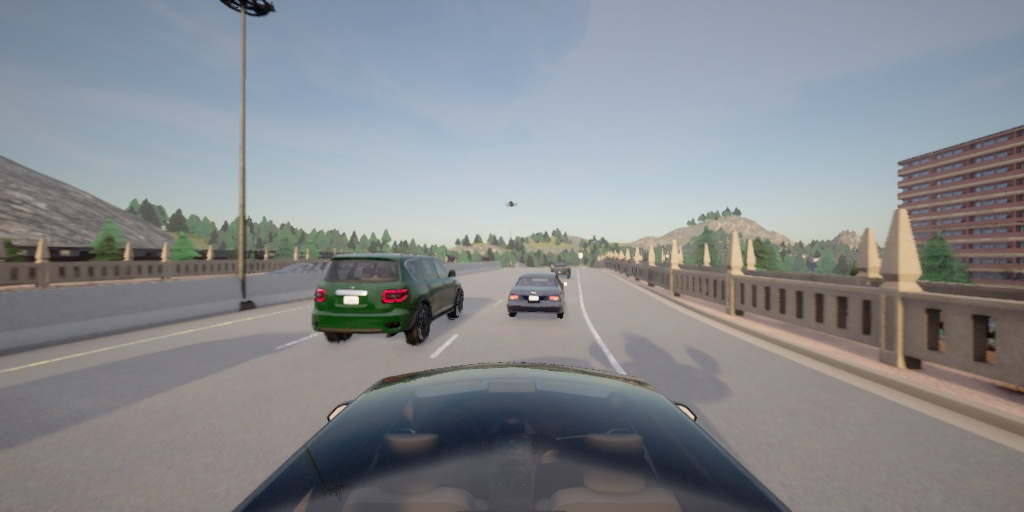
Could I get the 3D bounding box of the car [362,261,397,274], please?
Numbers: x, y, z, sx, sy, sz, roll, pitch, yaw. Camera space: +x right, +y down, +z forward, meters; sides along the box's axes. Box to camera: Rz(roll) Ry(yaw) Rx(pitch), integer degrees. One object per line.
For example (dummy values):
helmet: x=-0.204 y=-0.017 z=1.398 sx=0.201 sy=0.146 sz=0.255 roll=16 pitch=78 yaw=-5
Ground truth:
car: x=-15.414 y=1.266 z=41.926 sx=1.994 sy=1.385 sz=4.181 roll=0 pitch=0 yaw=10

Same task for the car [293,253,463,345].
car: x=-2.896 y=0.958 z=9.683 sx=2.150 sy=2.045 sz=5.566 roll=0 pitch=0 yaw=5

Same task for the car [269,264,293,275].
car: x=-11.869 y=1.188 z=22.102 sx=2.128 sy=1.511 sz=4.902 roll=0 pitch=0 yaw=10

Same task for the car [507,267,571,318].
car: x=1.011 y=1.303 z=13.155 sx=2.033 sy=1.411 sz=5.357 roll=0 pitch=0 yaw=8

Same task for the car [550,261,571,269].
car: x=4.734 y=1.268 z=34.691 sx=2.128 sy=1.511 sz=4.902 roll=0 pitch=0 yaw=10

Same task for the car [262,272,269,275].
car: x=-14.838 y=1.229 z=25.340 sx=2.033 sy=1.411 sz=5.357 roll=0 pitch=0 yaw=11
